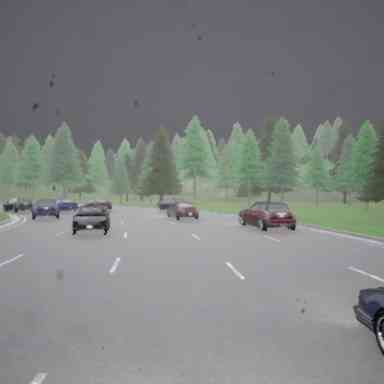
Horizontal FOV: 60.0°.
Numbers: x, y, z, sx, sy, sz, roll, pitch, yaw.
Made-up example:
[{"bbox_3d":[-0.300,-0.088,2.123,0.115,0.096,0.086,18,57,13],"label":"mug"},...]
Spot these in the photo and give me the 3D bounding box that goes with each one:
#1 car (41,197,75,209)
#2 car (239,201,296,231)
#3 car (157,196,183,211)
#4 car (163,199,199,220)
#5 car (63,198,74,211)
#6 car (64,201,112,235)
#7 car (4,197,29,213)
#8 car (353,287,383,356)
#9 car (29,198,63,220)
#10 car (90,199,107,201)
[{"bbox_3d":[-18.616,1.534,46.170,4.902,1.511,2.128,0,0,35],"label":"car"},{"bbox_3d":[4.586,1.374,20.916,2.097,1.767,4.553,0,0,-13],"label":"car"},{"bbox_3d":[-2.405,1.389,39.253,2.097,1.767,4.553,0,0,-32],"label":"car"},{"bbox_3d":[-0.826,1.552,28.055,1.812,1.442,4.674,0,0,-18],"label":"car"},{"bbox_3d":[-14.704,1.513,37.817,1.882,1.535,5.008,0,0,-40],"label":"car"},{"bbox_3d":[-5.674,1.509,19.007,2.128,1.511,4.902,0,0,-13],"label":"car"},{"bbox_3d":[-19.796,1.387,38.002,4.553,1.767,2.097,0,0,44],"label":"car"},{"bbox_3d":[3.582,1.549,2.766,2.033,1.411,5.357,0,0,-3],"label":"car"},{"bbox_3d":[-12.880,1.378,29.149,2.097,1.767,4.553,0,0,-26],"label":"car"},{"bbox_3d":[-11.097,1.513,38.881,1.882,1.535,5.008,0,0,-38],"label":"car"}]
